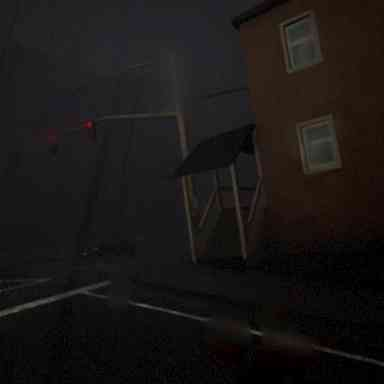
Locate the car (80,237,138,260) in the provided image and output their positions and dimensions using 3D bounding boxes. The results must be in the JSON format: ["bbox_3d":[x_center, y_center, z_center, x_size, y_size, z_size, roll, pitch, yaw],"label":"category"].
[{"bbox_3d":[-5.952,4.068,24.340,1.812,1.442,4.674,-11,-10,33],"label":"car"}]
